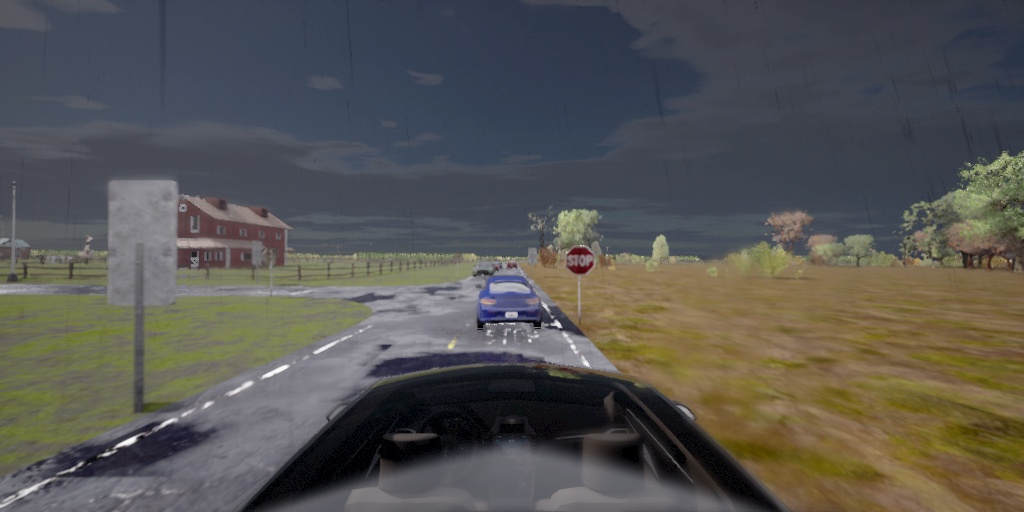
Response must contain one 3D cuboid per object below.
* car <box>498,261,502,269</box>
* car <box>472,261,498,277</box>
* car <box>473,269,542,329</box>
[{"bbox_3d":[-2.823,1.620,52.683,1.895,1.301,4.718,0,0,0],"label":"car"},{"bbox_3d":[-2.838,1.286,36.821,2.097,1.767,4.553,0,0,0],"label":"car"},{"bbox_3d":[-0.184,1.325,11.345,1.812,1.442,4.674,0,0,-4],"label":"car"}]
